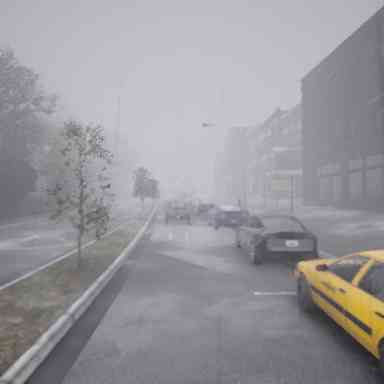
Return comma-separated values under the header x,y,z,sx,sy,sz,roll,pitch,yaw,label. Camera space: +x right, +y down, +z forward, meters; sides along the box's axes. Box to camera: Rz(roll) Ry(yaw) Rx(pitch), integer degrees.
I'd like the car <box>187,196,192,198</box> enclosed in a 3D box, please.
x,y,z,sx,sy,sz,roll,pitch,yaw,label
0.799,1.523,37.925,2.002,1.452,4.674,0,0,-5,car

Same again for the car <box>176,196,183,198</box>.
x,y,z,sx,sy,sz,roll,pitch,yaw,label
-2.579,1.553,42.883,1.994,1.385,4.181,0,0,-5,car

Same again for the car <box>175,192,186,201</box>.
x,y,z,sx,sy,sz,roll,pitch,yaw,label
-2.916,1.073,82.170,2.435,2.045,5.566,0,0,-5,car

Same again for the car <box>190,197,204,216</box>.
x,y,z,sx,sy,sz,roll,pitch,yaw,label
1.263,1.491,32.393,2.231,1.521,4.892,0,0,-5,car

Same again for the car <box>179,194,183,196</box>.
x,y,z,sx,sy,sz,roll,pitch,yaw,label
-0.596,1.475,54.538,2.163,1.488,4.792,0,0,-5,car

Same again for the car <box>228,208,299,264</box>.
x,y,z,sx,sy,sz,roll,pitch,yaw,label
2.796,1.523,11.860,2.163,1.488,4.792,0,0,-2,car

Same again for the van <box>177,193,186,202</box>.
x,y,z,sx,sy,sz,roll,pitch,yaw,label
-2.458,1.129,76.732,1.878,1.987,4.442,0,0,-5,van

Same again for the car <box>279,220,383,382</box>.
x,y,z,sx,sy,sz,roll,pitch,yaw,label
3.016,1.482,4.823,1.946,1.575,5.366,0,0,-1,car

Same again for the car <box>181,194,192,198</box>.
x,y,z,sx,sy,sz,roll,pitch,yaw,label
-0.128,1.500,48.979,2.002,1.452,4.674,0,0,-5,car

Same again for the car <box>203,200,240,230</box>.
x,y,z,sx,sy,sz,roll,pitch,yaw,label
2.182,1.497,21.439,2.097,1.535,5.008,0,0,-4,car

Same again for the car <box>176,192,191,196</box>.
x,y,z,sx,sy,sz,roll,pitch,yaw,label
-1.059,1.176,60.063,2.435,2.045,5.566,0,0,-5,car

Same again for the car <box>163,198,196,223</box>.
x,y,z,sx,sy,sz,roll,pitch,yaw,label
-1.144,1.504,25.458,2.128,1.511,4.902,0,0,-4,car
